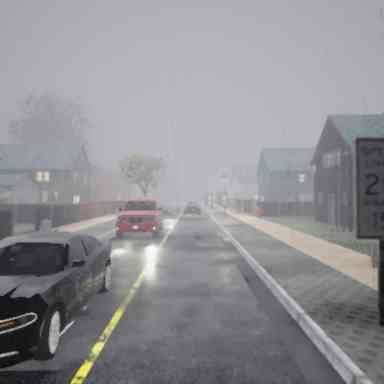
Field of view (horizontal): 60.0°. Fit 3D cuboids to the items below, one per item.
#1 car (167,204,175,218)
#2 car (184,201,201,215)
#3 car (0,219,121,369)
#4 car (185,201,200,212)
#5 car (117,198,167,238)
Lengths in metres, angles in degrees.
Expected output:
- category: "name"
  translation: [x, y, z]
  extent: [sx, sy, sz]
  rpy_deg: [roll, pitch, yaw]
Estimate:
- category: "car"
  translation: [-2.808, 1.901, 33.981]
  extent: [1.895, 1.301, 4.718]
  rpy_deg: [0, -1, 0]
- category: "car"
  translation: [0.067, 1.906, 37.855]
  extent: [1.994, 1.385, 4.181]
  rpy_deg: [0, -1, 1]
- category: "car"
  translation: [-2.827, 1.519, 6.173]
  extent: [1.882, 1.535, 5.008]
  rpy_deg: [0, 0, -1]
- category: "car"
  translation: [0.019, 2.017, 48.302]
  extent: [2.033, 1.411, 5.357]
  rpy_deg: [0, -1, 0]
- category: "car"
  translation: [-2.839, 1.365, 19.047]
  extent: [2.150, 2.045, 5.566]
  rpy_deg: [0, 0, -1]
